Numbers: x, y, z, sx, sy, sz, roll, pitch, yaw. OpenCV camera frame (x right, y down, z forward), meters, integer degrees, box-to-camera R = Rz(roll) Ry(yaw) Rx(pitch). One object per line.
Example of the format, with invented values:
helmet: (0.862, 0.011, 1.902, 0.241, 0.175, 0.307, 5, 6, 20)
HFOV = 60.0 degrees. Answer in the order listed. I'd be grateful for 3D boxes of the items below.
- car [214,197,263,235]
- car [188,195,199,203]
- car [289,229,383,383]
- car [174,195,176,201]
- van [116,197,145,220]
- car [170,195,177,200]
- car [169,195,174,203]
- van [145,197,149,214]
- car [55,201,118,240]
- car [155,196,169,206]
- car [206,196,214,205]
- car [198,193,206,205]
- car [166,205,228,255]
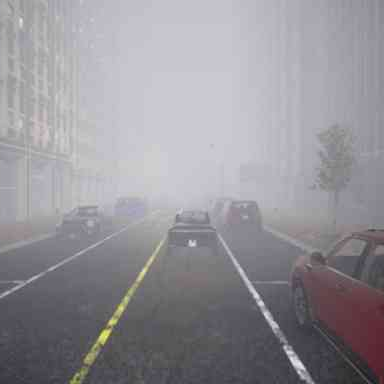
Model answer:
car: (2.647, 1.327, 18.761, 2.192, 1.841, 5.009, 0, 0, 0)
car: (0.123, 1.549, 72.081, 2.128, 1.511, 4.902, 0, 0, 0)
car: (2.698, 1.320, 3.810, 2.192, 1.841, 5.009, 0, 0, 0)
car: (-5.193, 1.584, 71.849, 1.947, 1.339, 4.313, 0, 0, 0)
van: (-5.271, 1.349, 27.470, 1.690, 1.788, 3.998, 0, 0, 0)
car: (-5.155, 1.564, 94.040, 1.887, 1.381, 4.507, 0, 0, 0)
car: (-5.203, 1.543, 66.132, 1.752, 1.417, 4.829, 0, 0, 0)
van: (-5.261, 1.351, 33.017, 1.690, 1.788, 3.998, 0, 0, 0)
car: (-5.354, 1.444, 16.885, 1.967, 1.590, 4.097, 0, 0, 0)
car: (-5.223, 1.598, 55.207, 1.802, 1.307, 4.206, 0, 0, 0)
car: (2.609, 1.330, 27.456, 2.192, 1.841, 5.009, 0, 0, 0)
car: (2.667, 1.465, 60.741, 1.967, 1.590, 4.097, 0, 0, 0)
car: (0.019, 1.498, 13.319, 2.128, 1.511, 4.902, 0, 0, 0)
